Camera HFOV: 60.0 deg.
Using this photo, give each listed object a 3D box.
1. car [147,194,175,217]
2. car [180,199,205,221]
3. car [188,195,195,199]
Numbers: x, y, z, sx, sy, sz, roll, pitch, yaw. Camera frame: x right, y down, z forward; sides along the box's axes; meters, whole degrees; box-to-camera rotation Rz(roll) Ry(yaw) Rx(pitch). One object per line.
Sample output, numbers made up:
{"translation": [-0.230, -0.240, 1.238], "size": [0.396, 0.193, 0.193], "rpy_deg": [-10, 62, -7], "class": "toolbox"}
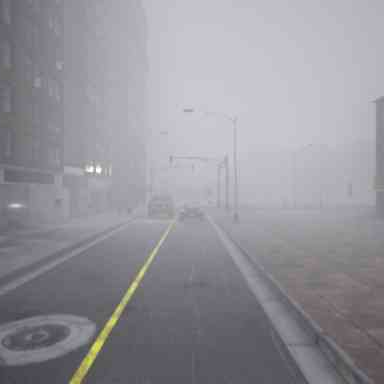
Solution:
{"translation": [-2.793, 1.206, 31.134], "size": [2.150, 2.045, 5.566], "rpy_deg": [0, 0, 0], "class": "car"}
{"translation": [0.024, 1.510, 26.455], "size": [1.812, 1.442, 4.674], "rpy_deg": [0, 0, 1], "class": "car"}
{"translation": [-0.107, 1.513, 85.682], "size": [1.812, 1.442, 4.674], "rpy_deg": [0, 0, 0], "class": "car"}
